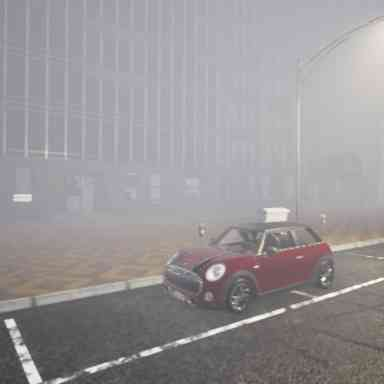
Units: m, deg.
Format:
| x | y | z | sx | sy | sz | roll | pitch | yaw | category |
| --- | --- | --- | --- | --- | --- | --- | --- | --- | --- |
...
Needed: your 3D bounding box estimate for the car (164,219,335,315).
| x | y | z | sx | sy | sz | roll | pitch | yaw | category |
| --- | --- | --- | --- | --- | --- | --- | --- | --- | --- |
| 1.364 | 1.445 | 7.522 | 4.097 | 1.590 | 1.967 | 0 | 0 | -36 | car |
